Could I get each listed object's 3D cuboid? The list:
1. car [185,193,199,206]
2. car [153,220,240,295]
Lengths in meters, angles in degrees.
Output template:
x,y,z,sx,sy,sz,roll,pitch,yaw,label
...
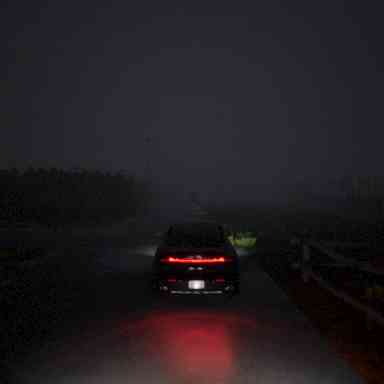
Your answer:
x,y,z,sx,sy,sz,roll,pitch,yaw,label
0.012,1.099,53.757,2.150,2.045,5.566,0,0,0,car
0.091,1.485,8.667,1.837,1.490,4.892,0,0,0,car
